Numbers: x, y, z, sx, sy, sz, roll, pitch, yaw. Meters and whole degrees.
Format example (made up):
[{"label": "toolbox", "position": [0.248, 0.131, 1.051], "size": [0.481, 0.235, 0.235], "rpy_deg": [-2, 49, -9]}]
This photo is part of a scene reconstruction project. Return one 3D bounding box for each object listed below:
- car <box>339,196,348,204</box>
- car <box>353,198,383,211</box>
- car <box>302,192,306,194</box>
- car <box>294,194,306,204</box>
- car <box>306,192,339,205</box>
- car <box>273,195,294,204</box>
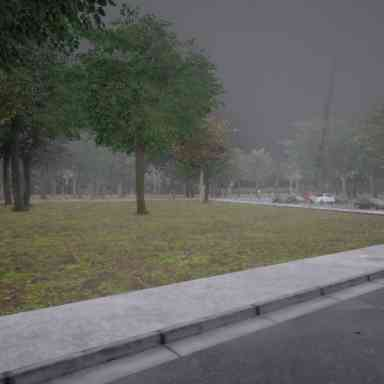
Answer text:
[{"label": "car", "position": [27.129, 1.554, 62.338], "size": [2.128, 1.511, 4.902], "rpy_deg": [0, 0, -12]}, {"label": "car", "position": [21.755, 1.515, 40.304], "size": [1.837, 1.490, 4.892], "rpy_deg": [0, 0, -12]}, {"label": "car", "position": [21.774, 1.406, 71.535], "size": [2.128, 1.511, 4.902], "rpy_deg": [0, 0, -12]}, {"label": "car", "position": [20.192, 1.565, 63.364], "size": [1.812, 1.442, 4.674], "rpy_deg": [0, 0, -12]}, {"label": "car", "position": [23.993, 1.273, 61.483], "size": [2.150, 2.045, 5.566], "rpy_deg": [0, 0, -11]}, {"label": "car", "position": [16.943, 1.593, 63.011], "size": [1.994, 1.385, 4.181], "rpy_deg": [0, 0, -12]}]
